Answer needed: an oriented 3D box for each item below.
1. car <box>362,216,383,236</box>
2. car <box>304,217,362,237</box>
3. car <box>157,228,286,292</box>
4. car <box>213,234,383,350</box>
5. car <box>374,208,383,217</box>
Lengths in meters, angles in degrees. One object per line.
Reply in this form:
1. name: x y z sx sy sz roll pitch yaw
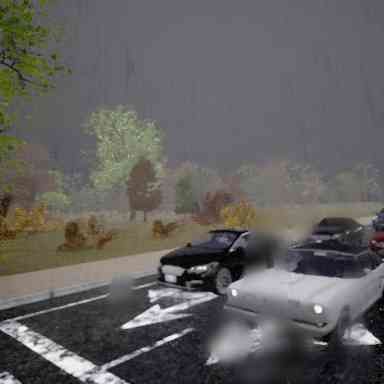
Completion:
1. car: 8.635 1.824 13.423 1.812 1.442 4.674 -4 -3 42
2. car: 7.306 1.991 16.801 1.812 1.442 4.674 -4 -3 42
3. car: 1.109 1.861 9.922 2.128 1.511 4.902 -4 -3 42
4. car: 2.696 1.807 6.827 1.895 1.301 4.718 -4 -3 42
5. car: 15.830 1.946 26.250 2.097 1.767 4.553 -4 -3 42
